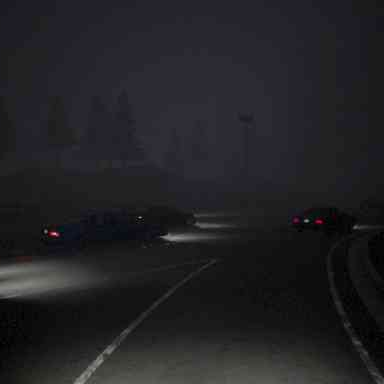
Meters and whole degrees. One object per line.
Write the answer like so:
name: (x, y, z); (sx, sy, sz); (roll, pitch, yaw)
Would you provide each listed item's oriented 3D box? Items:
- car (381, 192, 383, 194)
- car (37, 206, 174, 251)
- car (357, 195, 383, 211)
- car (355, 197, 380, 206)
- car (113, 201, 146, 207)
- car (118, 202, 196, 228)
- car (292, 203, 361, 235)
car: (38.560, 1.058, 64.712); (5.566, 2.045, 2.150); (0, 0, -41)
car: (-3.622, 1.546, 14.224); (5.357, 1.411, 2.033); (0, 0, -41)
car: (22.728, 1.502, 41.636); (4.892, 1.490, 1.837); (1, -1, -41)
car: (30.655, 1.548, 57.877); (5.357, 1.411, 2.033); (0, 0, -41)
car: (-4.247, 1.489, 27.564); (4.902, 1.511, 2.128); (0, 0, -41)
car: (-1.859, 1.524, 20.373); (4.674, 1.442, 1.812); (0, 0, -41)
car: (7.619, 1.547, 19.011); (2.033, 1.411, 5.357); (0, 0, 42)
